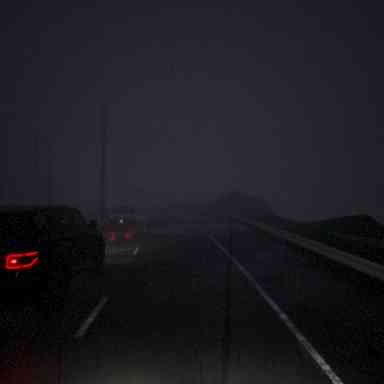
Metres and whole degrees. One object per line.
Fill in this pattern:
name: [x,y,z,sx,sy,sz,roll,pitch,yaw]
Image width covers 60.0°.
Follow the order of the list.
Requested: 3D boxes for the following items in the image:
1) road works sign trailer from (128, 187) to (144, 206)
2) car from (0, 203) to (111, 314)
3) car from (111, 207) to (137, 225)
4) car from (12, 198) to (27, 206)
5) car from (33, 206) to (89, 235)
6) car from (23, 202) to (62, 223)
road works sign trailer: [-10.291,0.870,62.281,2.380,3.560,2.880,0,0,-20]
car: [-3.642,1.286,7.827,2.150,2.045,5.566,0,0,-2]
car: [-5.217,1.772,25.415,1.895,1.301,4.718,0,0,-8]
car: [-34.118,2.026,65.823,2.033,1.411,5.357,0,0,-22]
car: [-8.233,1.714,21.469,2.033,1.411,5.357,0,0,-7]
car: [-12.833,1.710,28.936,1.882,1.535,5.008,0,0,-9]
